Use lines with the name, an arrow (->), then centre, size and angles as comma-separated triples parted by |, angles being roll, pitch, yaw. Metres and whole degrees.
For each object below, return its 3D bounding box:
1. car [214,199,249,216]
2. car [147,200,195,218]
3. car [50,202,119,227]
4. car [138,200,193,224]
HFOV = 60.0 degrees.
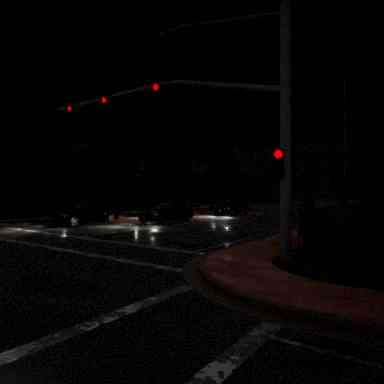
car -> 3.992, 1.505, 33.105 | 1.837, 1.490, 4.892 | 0, 0, 36
car -> -1.853, 1.505, 30.991 | 1.837, 1.490, 4.892 | 0, 0, 36
car -> -7.385, 1.478, 23.276 | 1.882, 1.535, 5.008 | 0, 0, 36
car -> -1.869, 1.478, 24.967 | 1.882, 1.535, 5.008 | 0, 0, 36
